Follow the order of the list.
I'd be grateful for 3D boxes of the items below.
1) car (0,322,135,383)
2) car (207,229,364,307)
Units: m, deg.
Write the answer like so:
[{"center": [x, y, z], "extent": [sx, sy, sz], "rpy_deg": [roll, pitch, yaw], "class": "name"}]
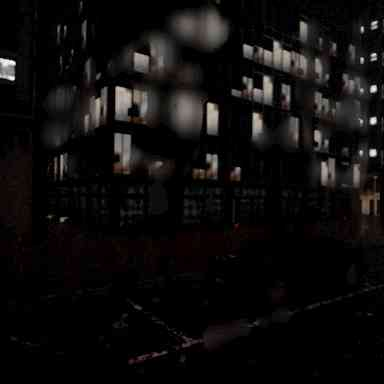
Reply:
[{"center": [-2.456, 1.522, 1.500], "extent": [4.674, 1.442, 1.812], "rpy_deg": [1, -1, -35], "class": "car"}, {"center": [2.424, 1.628, 8.171], "extent": [4.507, 1.381, 1.887], "rpy_deg": [1, 0, -35], "class": "car"}]
